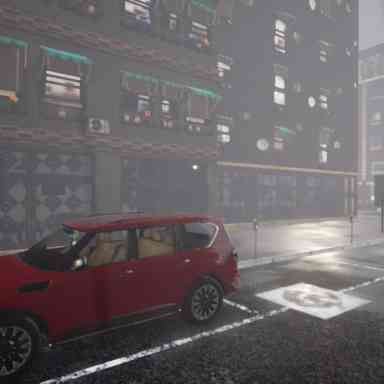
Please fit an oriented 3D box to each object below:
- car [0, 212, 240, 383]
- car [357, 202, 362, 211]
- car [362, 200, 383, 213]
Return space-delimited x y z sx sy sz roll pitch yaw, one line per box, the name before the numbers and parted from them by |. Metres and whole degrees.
car | -1.414 1.315 5.549 5.009 1.841 2.192 0 1 -36
car | 13.284 1.208 32.450 2.192 1.841 5.009 1 0 -36
car | 20.081 1.530 37.346 1.887 1.381 4.507 1 0 -36
